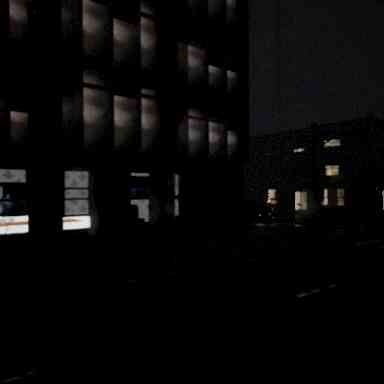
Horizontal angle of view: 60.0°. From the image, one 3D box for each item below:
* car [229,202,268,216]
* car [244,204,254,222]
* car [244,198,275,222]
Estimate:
[{"bbox_3d":[6.559,1.967,39.055,2.008,1.369,4.403,-2,0,-37],"label":"car"},{"bbox_3d":[2.938,1.967,29.460,1.947,1.339,4.313,-2,0,-37],"label":"car"},{"bbox_3d":[5.071,1.601,31.160,2.150,2.045,5.566,-1,-1,-37],"label":"car"}]
